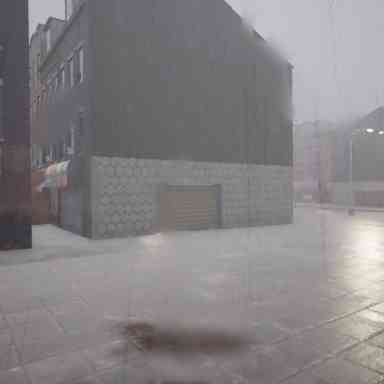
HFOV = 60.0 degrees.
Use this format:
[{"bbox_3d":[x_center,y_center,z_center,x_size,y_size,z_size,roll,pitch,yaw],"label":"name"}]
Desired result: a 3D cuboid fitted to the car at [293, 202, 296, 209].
[{"bbox_3d":[9.845,1.262,38.739,1.812,1.442,4.674,-1,1,-35],"label":"car"}]
